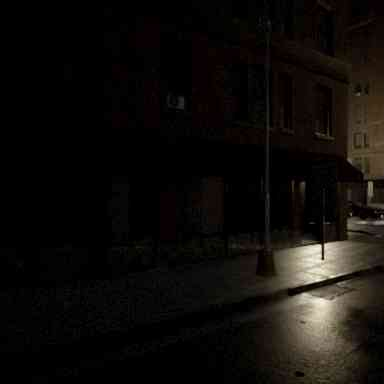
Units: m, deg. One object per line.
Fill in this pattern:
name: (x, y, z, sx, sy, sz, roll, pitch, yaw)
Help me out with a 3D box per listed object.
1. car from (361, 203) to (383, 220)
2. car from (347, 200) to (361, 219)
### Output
car: (12.849, 1.376, 27.185, 2.033, 1.411, 5.357, 0, 1, -32)
car: (9.936, 1.321, 25.631, 1.837, 1.490, 4.892, 0, 1, -35)
